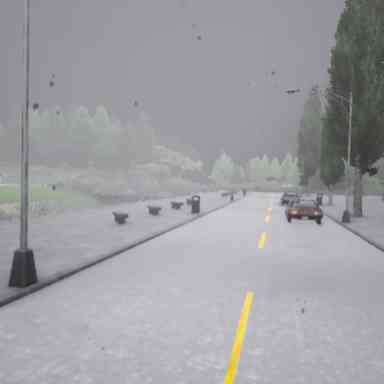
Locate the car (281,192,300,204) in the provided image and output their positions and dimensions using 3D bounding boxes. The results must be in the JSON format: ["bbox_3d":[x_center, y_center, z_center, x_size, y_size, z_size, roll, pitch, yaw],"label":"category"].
[{"bbox_3d":[11.051,0.650,37.124,1.994,1.385,4.181,2,2,14],"label":"car"}]

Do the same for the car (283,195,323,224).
[{"bbox_3d":[6.808,1.109,20.470,1.895,1.301,4.718,2,2,15],"label":"car"}]
